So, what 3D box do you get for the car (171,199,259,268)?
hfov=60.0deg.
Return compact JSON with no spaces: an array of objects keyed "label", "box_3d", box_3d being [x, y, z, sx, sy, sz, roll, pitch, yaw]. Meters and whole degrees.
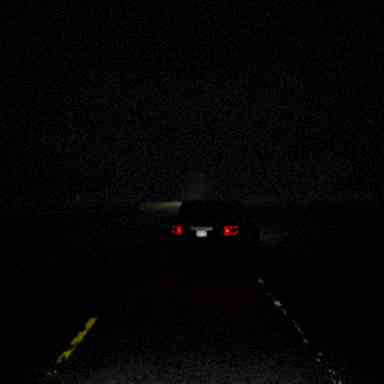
[{"label":"car","box_3d":[0.987,1.263,11.783,2.150,2.045,5.566,-1,-1,16]}]
